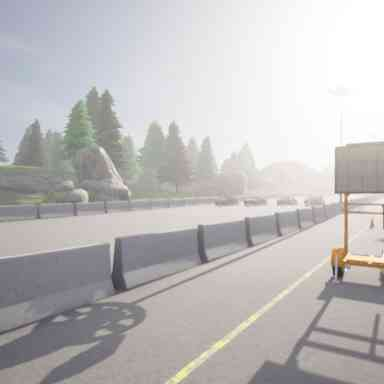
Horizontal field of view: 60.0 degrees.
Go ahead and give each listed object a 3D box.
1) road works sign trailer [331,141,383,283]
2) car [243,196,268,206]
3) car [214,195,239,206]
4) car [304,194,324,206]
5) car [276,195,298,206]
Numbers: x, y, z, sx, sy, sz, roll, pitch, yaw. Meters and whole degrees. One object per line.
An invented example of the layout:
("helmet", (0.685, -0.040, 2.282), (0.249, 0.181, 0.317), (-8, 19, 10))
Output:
("road works sign trailer", (5.120, 0.447, 8.858), (2.380, 3.560, 2.880), (0, 0, 32))
("car", (8.769, 1.240, 46.002), (1.895, 1.301, 4.718), (0, 1, 34))
("car", (4.863, 1.172, 46.452), (1.837, 1.490, 4.892), (0, 1, 34))
("car", (16.612, 1.074, 45.137), (2.128, 1.511, 4.902), (0, 1, 34))
("car", (13.248, 1.161, 46.402), (1.994, 1.385, 4.181), (0, 1, 34))
